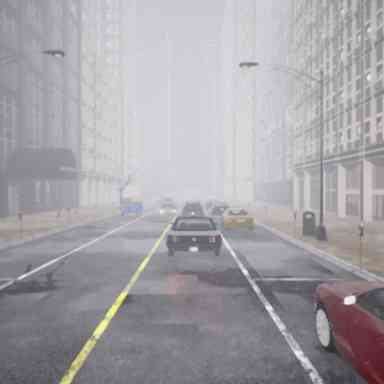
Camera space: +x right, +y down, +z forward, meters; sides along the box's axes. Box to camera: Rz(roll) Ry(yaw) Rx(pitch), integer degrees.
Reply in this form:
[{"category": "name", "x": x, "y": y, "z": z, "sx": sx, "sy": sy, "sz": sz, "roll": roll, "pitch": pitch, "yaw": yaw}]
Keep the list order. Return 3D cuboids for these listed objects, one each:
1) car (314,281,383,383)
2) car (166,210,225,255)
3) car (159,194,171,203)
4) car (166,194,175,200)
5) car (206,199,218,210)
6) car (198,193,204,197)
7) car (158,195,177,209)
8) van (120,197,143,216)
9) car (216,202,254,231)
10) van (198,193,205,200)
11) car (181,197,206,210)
[{"category": "car", "x": 2.685, "y": 1.547, "z": 3.294, "sx": 1.887, "sy": 1.381, "sz": 4.507, "roll": 0, "pitch": 0, "yaw": 0}, {"category": "car", "x": 0.079, "y": 1.609, "z": 13.283, "sx": 1.895, "sy": 1.301, "sz": 4.718, "roll": 0, "pitch": 0, "yaw": 0}, {"category": "car", "x": -5.712, "y": 1.304, "z": 71.676, "sx": 2.192, "sy": 1.841, "sz": 5.009, "roll": 0, "pitch": 0, "yaw": 0}, {"category": "car", "x": -5.715, "y": 1.406, "z": 88.770, "sx": 1.967, "sy": 1.590, "sz": 4.097, "roll": 0, "pitch": 0, "yaw": 0}, {"category": "car", "x": 2.679, "y": 1.577, "z": 31.786, "sx": 1.947, "sy": 1.339, "sz": 4.313, "roll": 0, "pitch": 0, "yaw": 0}, {"category": "car", "x": 2.329, "y": 1.432, "z": 83.493, "sx": 1.801, "sy": 1.575, "sz": 5.366, "roll": 0, "pitch": 0, "yaw": 0}, {"category": "car", "x": -3.101, "y": 1.485, "z": 44.586, "sx": 1.882, "sy": 1.535, "sz": 5.008, "roll": 0, "pitch": 0, "yaw": 0}, {"category": "van", "x": -5.703, "y": 1.351, "z": 31.788, "sx": 1.690, "sy": 1.788, "sz": 3.998, "roll": 0, "pitch": 0, "yaw": 0}, {"category": "car", "x": 2.681, "y": 1.535, "z": 20.559, "sx": 1.752, "sy": 1.417, "sz": 4.829, "roll": 0, "pitch": 0, "yaw": 0}, {"category": "van", "x": 2.663, "y": 1.299, "z": 94.467, "sx": 1.690, "sy": 1.788, "sz": 3.998, "roll": 0, "pitch": 0, "yaw": 0}, {"category": "car", "x": 0.079, "y": 1.515, "z": 30.167, "sx": 1.837, "sy": 1.490, "sz": 4.892, "roll": 0, "pitch": 0, "yaw": 0}]
